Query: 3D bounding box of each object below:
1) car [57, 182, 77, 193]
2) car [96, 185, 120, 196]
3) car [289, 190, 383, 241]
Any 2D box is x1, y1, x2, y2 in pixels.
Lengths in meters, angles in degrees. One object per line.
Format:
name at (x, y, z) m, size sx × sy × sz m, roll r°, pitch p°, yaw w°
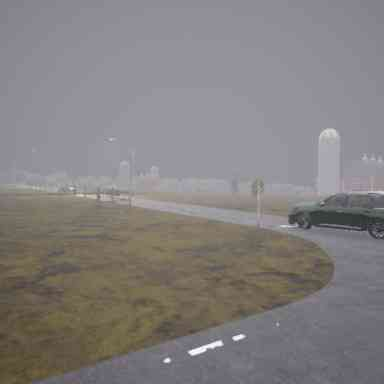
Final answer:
car at (-18.754, -0.695, 49.894) m, size 2.128 × 1.511 × 4.902 m, roll 2°, pitch 2°, yaw -36°
car at (-11.045, -0.193, 43.929) m, size 1.812 × 1.442 × 4.674 m, roll 1°, pitch 1°, yaw -36°
car at (7.320, 0.968, 15.343) m, size 2.150 × 2.045 × 5.566 m, roll -6°, pitch 6°, yaw -44°
